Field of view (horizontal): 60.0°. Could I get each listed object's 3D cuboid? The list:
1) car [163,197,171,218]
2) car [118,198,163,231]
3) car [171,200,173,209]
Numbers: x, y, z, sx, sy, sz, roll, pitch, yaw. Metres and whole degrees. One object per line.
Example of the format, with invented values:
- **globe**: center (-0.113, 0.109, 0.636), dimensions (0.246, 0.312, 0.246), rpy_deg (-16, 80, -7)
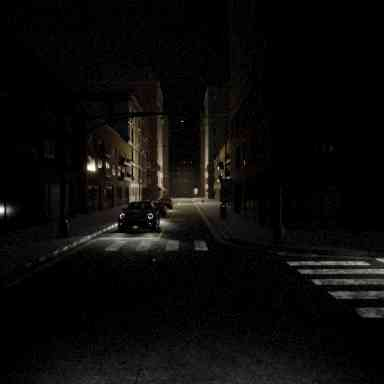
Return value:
- **car**: center (-3.333, 1.483, 30.449), dimensions (2.128, 1.511, 4.902), rpy_deg (0, 0, -1)
- **car**: center (-3.158, 1.348, 20.462), dimensions (2.097, 1.767, 4.553), rpy_deg (0, 0, -1)
- **car**: center (-3.516, 1.459, 43.364), dimensions (1.882, 1.535, 5.008), rpy_deg (0, 0, 0)
